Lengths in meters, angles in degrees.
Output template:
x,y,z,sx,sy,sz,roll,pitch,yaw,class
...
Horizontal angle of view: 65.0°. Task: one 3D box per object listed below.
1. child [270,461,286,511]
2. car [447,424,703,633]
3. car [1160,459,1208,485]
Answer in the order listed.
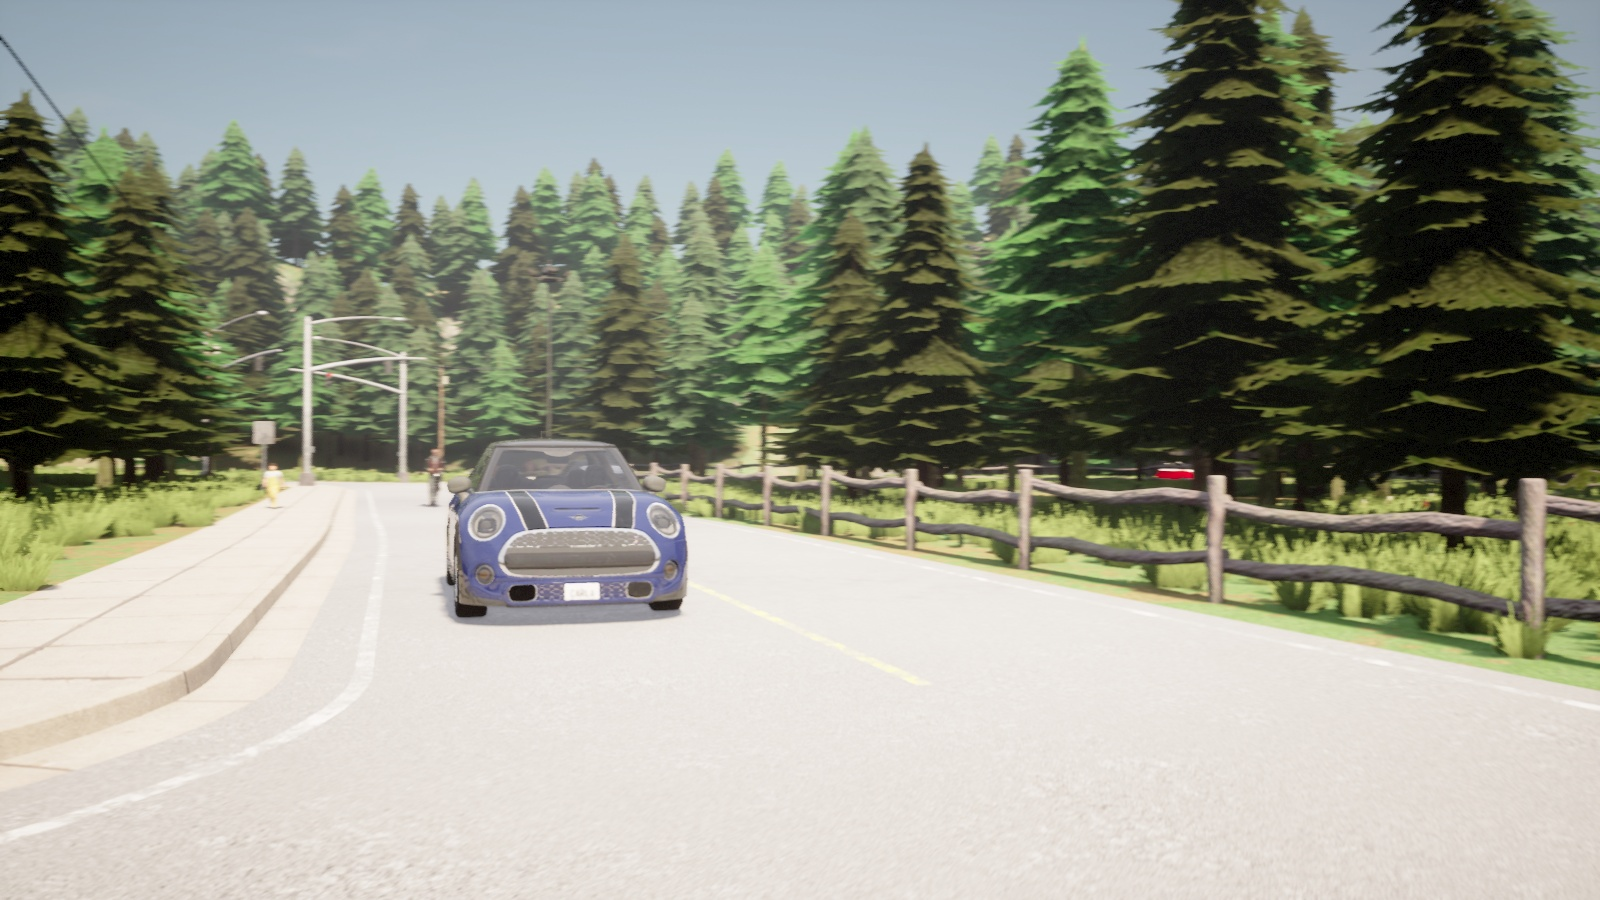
x,y,z,sx,sy,sz,roll,pitch,yaw,class
-13.466,0.925,32.375,0.270,1.263,0.437,0,0,-7,child
-2.535,0.678,13.069,2.097,1.767,4.553,0,0,-17,car
21.143,1.219,69.142,2.207,1.376,1.481,-1,-1,33,car
